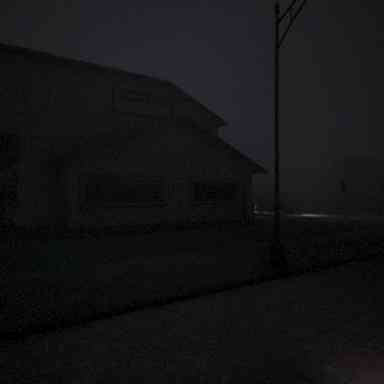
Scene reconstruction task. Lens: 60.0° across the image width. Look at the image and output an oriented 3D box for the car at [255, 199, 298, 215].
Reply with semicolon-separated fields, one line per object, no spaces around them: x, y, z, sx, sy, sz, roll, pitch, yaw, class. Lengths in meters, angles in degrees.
8.763;1.505;34.814;1.837;1.490;4.892;0;0;-35;car
